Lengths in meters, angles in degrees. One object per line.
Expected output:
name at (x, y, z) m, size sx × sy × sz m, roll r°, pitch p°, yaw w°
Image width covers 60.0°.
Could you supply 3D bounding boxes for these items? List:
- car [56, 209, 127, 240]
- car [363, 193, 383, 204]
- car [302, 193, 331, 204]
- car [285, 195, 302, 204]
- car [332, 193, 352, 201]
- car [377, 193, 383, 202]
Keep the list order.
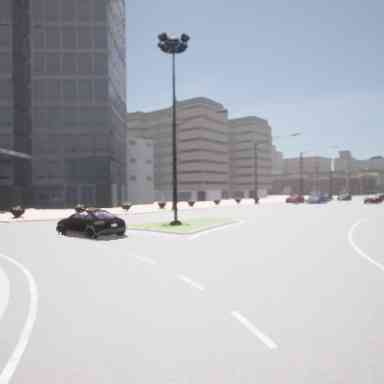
car at (-5.373, 1.622, 17.604) m, size 4.181 × 1.385 × 1.994 m, roll -1°, pitch 0°, yaw 39°
car at (28.270, 1.135, 51.908) m, size 1.895 × 1.301 × 4.718 m, roll -1°, pitch 0°, yaw 40°
car at (19.724, 1.009, 52.676) m, size 2.097 × 1.767 × 4.553 m, roll -1°, pitch 0°, yaw 40°
car at (17.029, 1.171, 54.903) m, size 1.882 × 1.535 × 5.008 m, roll -1°, pitch 0°, yaw 40°
car at (29.493, 1.024, 64.476) m, size 2.128 × 1.511 × 4.902 m, roll -1°, pitch 0°, yaw 39°
car at (34.770, 0.931, 59.872) m, size 1.837 × 1.490 × 4.892 m, roll -1°, pitch 0°, yaw 39°
